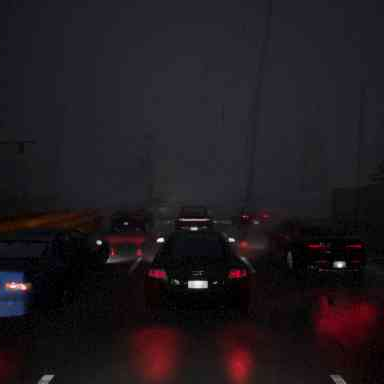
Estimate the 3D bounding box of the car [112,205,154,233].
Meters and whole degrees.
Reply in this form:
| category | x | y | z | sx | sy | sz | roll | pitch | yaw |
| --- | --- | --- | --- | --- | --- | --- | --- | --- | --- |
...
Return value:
| category | x | y | z | sx | sy | sz | roll | pitch | yaw |
| --- | --- | --- | --- | --- | --- | --- | --- | --- | --- |
| car | -3.400 | 1.478 | 19.633 | 1.882 | 1.535 | 5.008 | 0 | 0 | 0 |

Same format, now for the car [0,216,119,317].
| category | x | y | z | sx | sy | sz | roll | pitch | yaw |
| --- | --- | --- | --- | --- | --- | --- | --- | --- | --- |
| car | -3.400 | 1.548 | 7.756 | 2.033 | 1.411 | 5.357 | 0 | 0 | 0 |

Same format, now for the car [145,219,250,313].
| category | x | y | z | sx | sy | sz | roll | pitch | yaw |
| --- | --- | --- | --- | --- | --- | --- | --- | --- | --- |
| car | 0.100 | 1.564 | 7.748 | 1.994 | 1.385 | 4.181 | 0 | 0 | 0 |

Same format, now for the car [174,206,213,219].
| category | x | y | z | sx | sy | sz | roll | pitch | yaw |
| --- | --- | --- | --- | --- | --- | --- | --- | --- | --- |
| car | 0.099 | 1.492 | 17.697 | 2.128 | 1.511 | 4.902 | 0 | 0 | 0 |

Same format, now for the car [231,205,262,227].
| category | x | y | z | sx | sy | sz | roll | pitch | yaw |
| --- | --- | --- | --- | --- | --- | --- | --- | --- | --- |
| car | 3.599 | 1.526 | 20.942 | 1.812 | 1.442 | 4.674 | 0 | 0 | 0 |

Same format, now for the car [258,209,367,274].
| category | x | y | z | sx | sy | sz | roll | pitch | yaw |
| --- | --- | --- | --- | --- | --- | --- | --- | --- | --- |
| car | 3.600 | 1.506 | 10.526 | 1.837 | 1.490 | 4.892 | 0 | 0 | 0 |
